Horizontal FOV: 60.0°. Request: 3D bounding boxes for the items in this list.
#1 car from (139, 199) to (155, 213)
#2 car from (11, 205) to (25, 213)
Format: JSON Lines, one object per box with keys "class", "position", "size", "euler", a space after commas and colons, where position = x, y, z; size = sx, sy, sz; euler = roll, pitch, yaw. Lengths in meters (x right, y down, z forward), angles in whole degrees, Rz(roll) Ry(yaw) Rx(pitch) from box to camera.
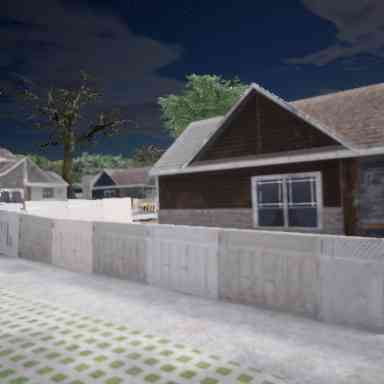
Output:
{"class": "car", "position": [-3.626, 1.375, 36.173], "size": [1.882, 1.535, 5.008], "euler": [-3, -1, 36]}
{"class": "car", "position": [-12.600, 1.633, 23.922], "size": [2.033, 1.411, 5.357], "euler": [-3, -1, 36]}
